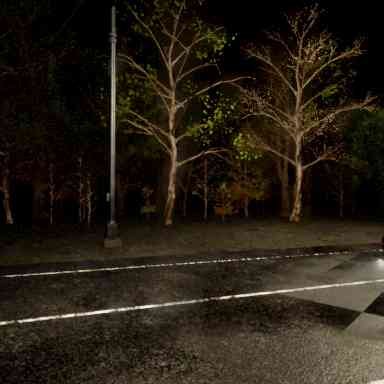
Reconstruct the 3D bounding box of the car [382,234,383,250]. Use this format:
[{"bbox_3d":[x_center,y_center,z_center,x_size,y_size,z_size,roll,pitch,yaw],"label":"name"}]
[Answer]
[{"bbox_3d":[9.098,1.355,11.803,4.553,1.767,2.097,0,0,-19],"label":"car"}]
